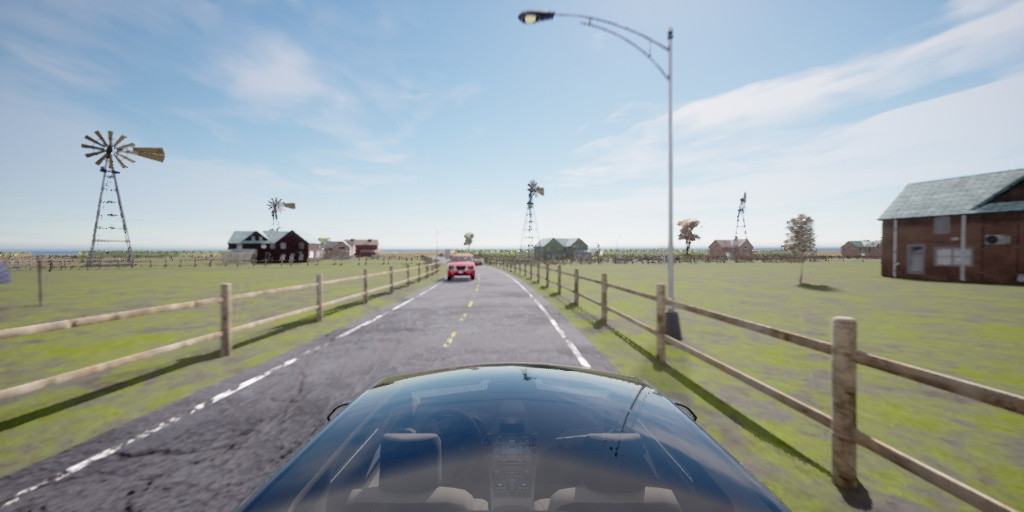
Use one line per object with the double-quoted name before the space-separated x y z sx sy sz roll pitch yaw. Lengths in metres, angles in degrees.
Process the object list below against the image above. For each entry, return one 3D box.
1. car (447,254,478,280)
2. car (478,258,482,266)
"car" -4.103 0.868 29.728 2.150 2.045 5.566 0 0 -5
"car" -6.504 1.027 64.693 1.994 1.385 4.181 0 0 -12
